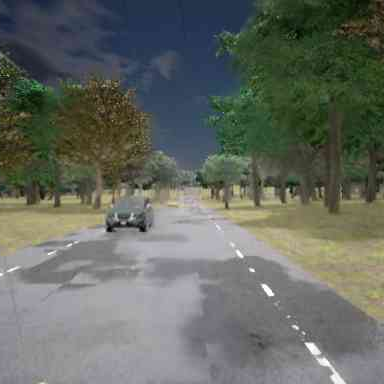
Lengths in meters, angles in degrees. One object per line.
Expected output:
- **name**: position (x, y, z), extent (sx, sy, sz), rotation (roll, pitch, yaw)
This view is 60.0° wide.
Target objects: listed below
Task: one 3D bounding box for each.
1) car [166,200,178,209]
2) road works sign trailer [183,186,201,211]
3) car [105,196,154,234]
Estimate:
- **car**: position (-3.555, 2.218, 60.577), extent (1.882, 1.535, 5.008), rotation (0, -1, 1)
- **road works sign trailer**: position (0.053, 0.940, 48.028), extent (2.380, 3.560, 2.880), rotation (0, -1, -2)
- **car**: position (-3.605, 1.289, 20.248), extent (2.150, 2.045, 5.566), rotation (0, 0, 0)
